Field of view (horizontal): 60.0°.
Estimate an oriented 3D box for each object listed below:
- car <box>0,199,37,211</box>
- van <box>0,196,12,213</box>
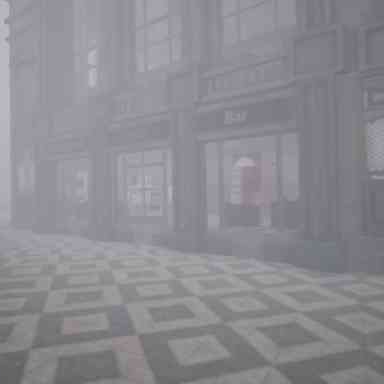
[{"bbox_3d":[-22.851,1.696,43.365,1.887,1.381,4.507,-1,-1,35],"label":"car"},{"bbox_3d":[-18.892,1.330,34.212,1.690,1.788,3.998,-1,-1,35],"label":"van"}]
